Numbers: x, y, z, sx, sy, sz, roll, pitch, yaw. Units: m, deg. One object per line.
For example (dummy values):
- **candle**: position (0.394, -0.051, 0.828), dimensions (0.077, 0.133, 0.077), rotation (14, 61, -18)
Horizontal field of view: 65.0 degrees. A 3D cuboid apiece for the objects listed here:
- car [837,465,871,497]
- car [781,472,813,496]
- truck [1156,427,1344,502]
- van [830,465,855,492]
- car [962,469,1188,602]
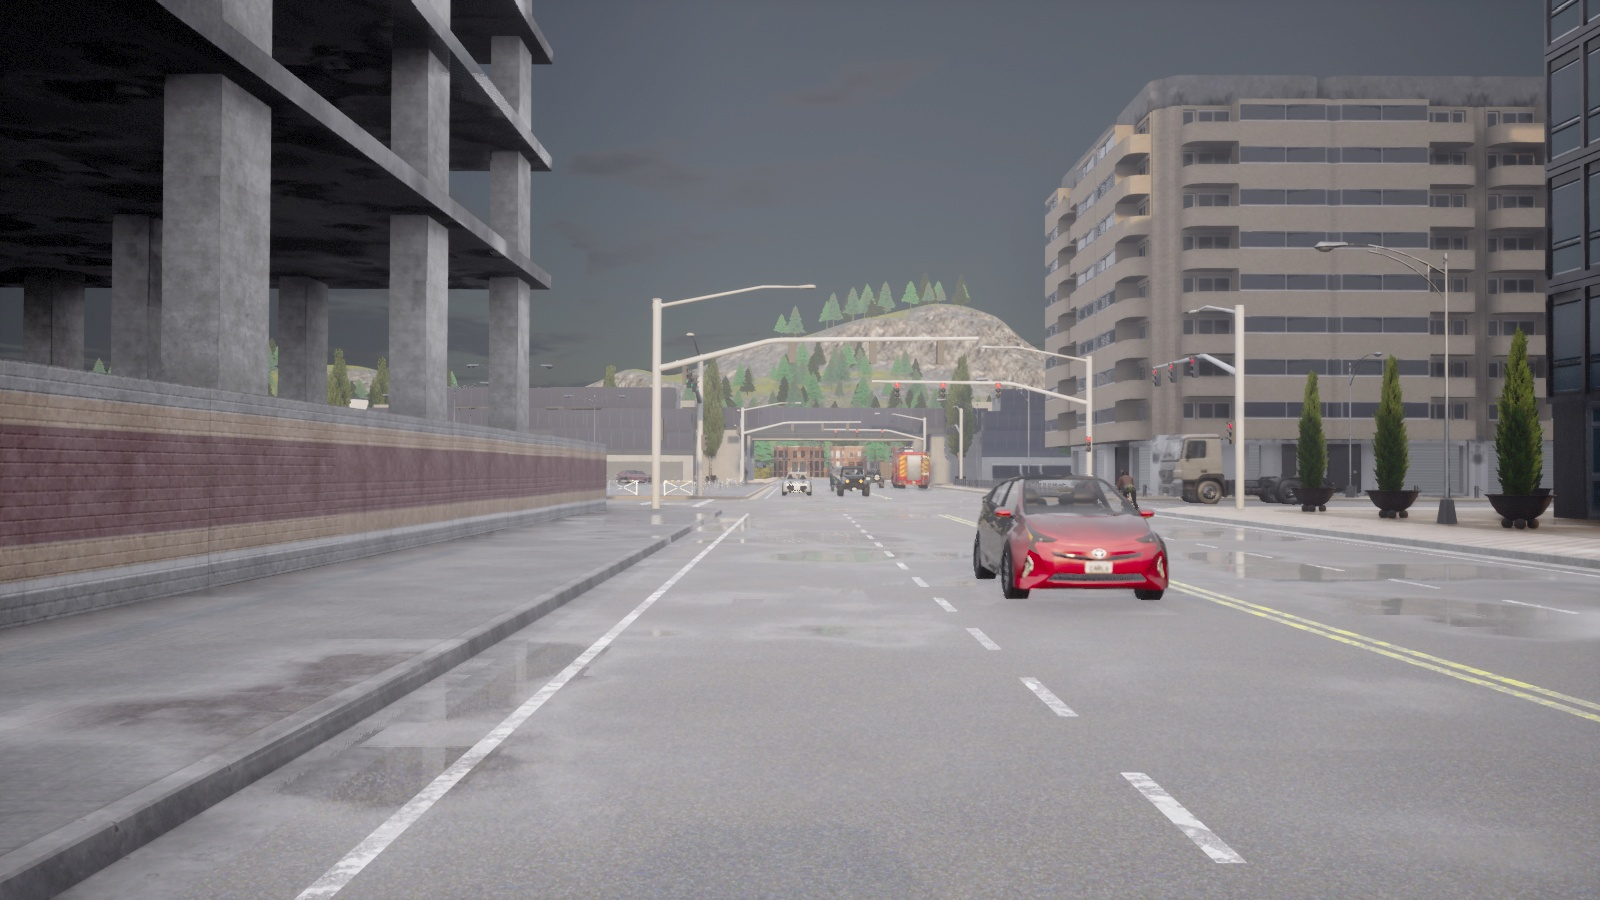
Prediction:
- **car**: position (3.317, 1.903, 78.194), dimensions (1.905, 1.878, 3.866), rotation (0, 0, 0)
- **car**: position (-0.184, 2.111, 79.443), dimensions (1.970, 1.475, 3.806), rotation (0, -1, 0)
- **truck**: position (21.426, 0.697, 60.060), dimensions (7.936, 3.462, 2.891), rotation (0, -1, -1)
- **van**: position (3.274, 2.183, 97.253), dimensions (1.775, 1.987, 4.442), rotation (0, -1, 0)
- **car**: position (3.461, 1.028, 16.743), dimensions (2.007, 1.525, 4.514), rotation (0, -1, 0)
